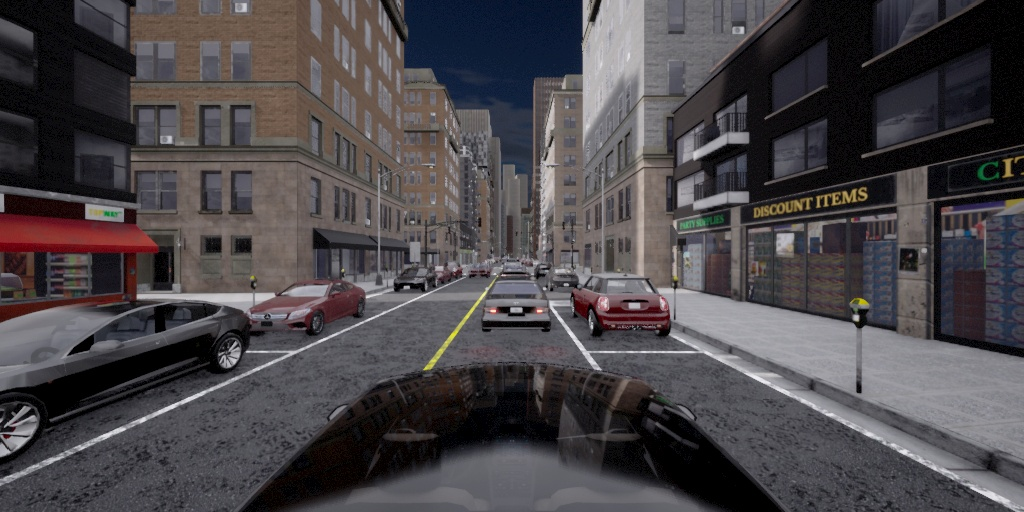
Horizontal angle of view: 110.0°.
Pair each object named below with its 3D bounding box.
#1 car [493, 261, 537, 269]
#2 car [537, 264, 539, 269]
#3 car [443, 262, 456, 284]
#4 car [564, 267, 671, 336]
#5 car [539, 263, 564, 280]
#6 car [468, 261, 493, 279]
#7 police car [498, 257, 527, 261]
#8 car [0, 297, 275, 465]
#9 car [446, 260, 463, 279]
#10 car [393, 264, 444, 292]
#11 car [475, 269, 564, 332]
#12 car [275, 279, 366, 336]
[{"bbox_3d":[0.149,1.242,21.334,2.128,1.511,4.902,0,0,0],"label":"car"},{"bbox_3d":[2.937,1.318,32.342,1.948,1.339,4.313,0,0,0],"label":"car"},{"bbox_3d":[-5.604,1.333,26.864,1.802,1.307,4.207,0,0,0],"label":"car"},{"bbox_3d":[2.878,1.189,10.337,1.967,1.591,4.097,0,0,0],"label":"car"},{"bbox_3d":[2.907,1.301,21.340,2.007,1.370,4.403,0,0,0],"label":"car"},{"bbox_3d":[-2.918,1.406,33.103,1.895,1.301,4.718,0,0,0],"label":"car"},{"bbox_3d":[0.076,1.177,31.353,1.930,1.638,5.238,0,0,0],"label":"police car"},{"bbox_3d":[-5.663,1.315,4.859,1.948,1.339,4.313,0,0,0],"label":"car"},{"bbox_3d":[-5.588,1.192,32.366,1.967,1.591,4.097,0,0,0],"label":"car"},{"bbox_3d":[-5.618,1.316,21.363,1.948,1.339,4.313,0,0,0],"label":"car"},{"bbox_3d":[0.119,1.297,10.811,2.033,1.411,5.357,0,0,0],"label":"car"},{"bbox_3d":[-5.648,1.331,10.361,1.802,1.307,4.207,0,0,0],"label":"car"}]
